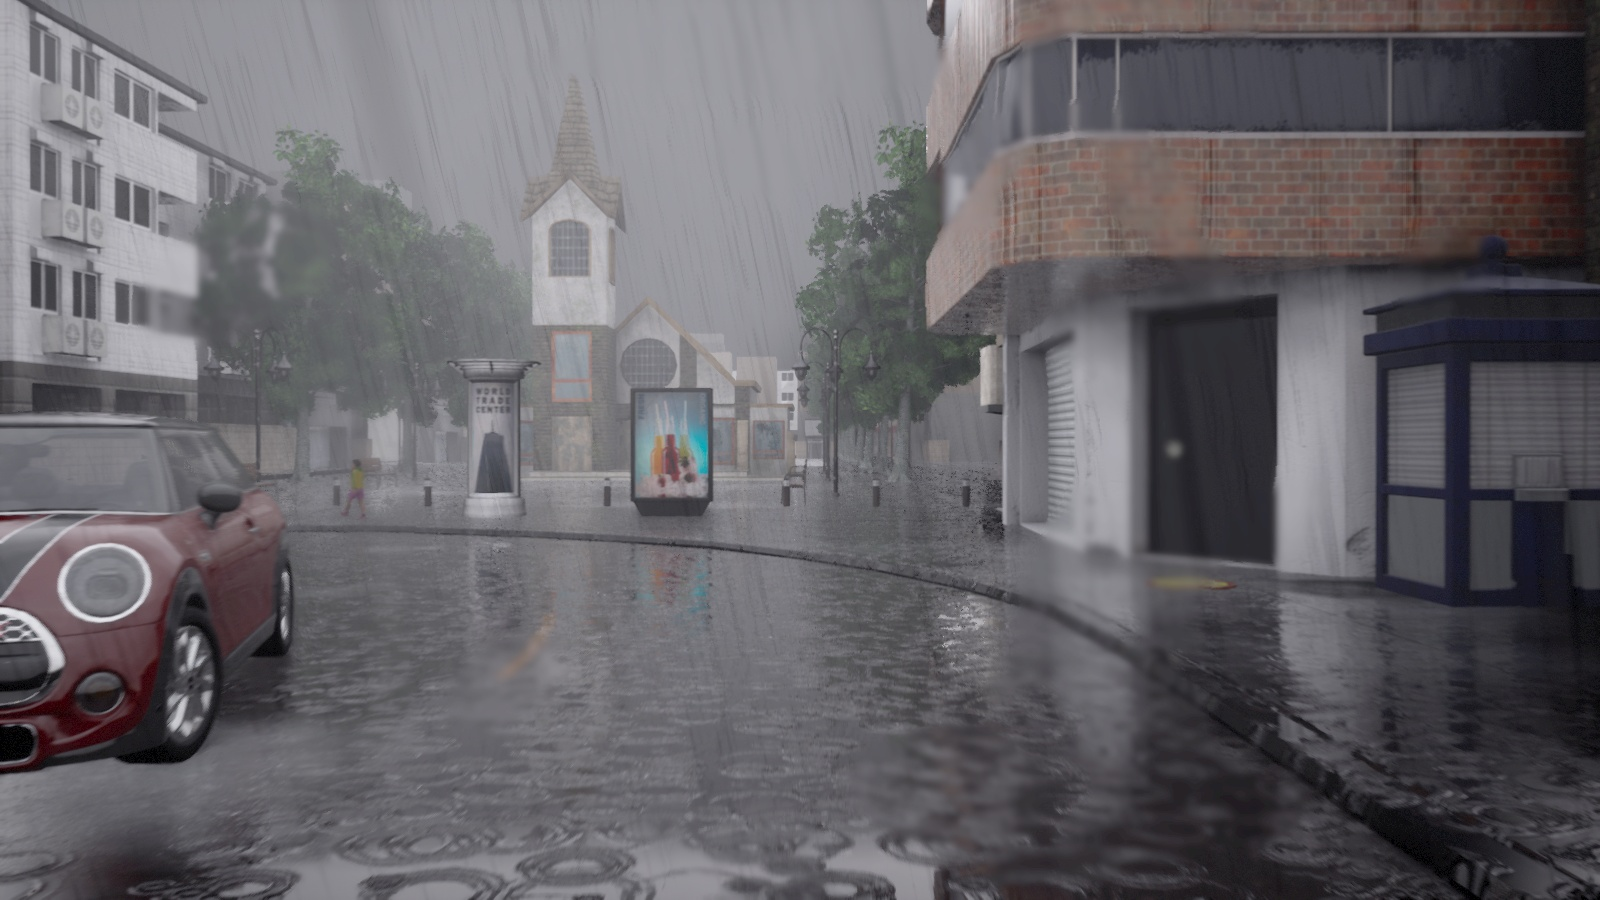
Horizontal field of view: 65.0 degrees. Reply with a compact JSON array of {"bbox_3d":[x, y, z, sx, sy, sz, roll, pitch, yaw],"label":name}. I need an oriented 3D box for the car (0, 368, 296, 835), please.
[{"bbox_3d":[-4.188,0.563,6.809,2.097,1.767,4.553,0,0,-14],"label":"car"}]

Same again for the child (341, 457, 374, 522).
[{"bbox_3d":[-8.019,0.701,22.755,0.473,1.160,0.299,0,0,23],"label":"child"}]

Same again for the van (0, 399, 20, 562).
[{"bbox_3d":[-12.210,0.376,15.046,4.480,2.038,2.069,0,0,2],"label":"van"}]
